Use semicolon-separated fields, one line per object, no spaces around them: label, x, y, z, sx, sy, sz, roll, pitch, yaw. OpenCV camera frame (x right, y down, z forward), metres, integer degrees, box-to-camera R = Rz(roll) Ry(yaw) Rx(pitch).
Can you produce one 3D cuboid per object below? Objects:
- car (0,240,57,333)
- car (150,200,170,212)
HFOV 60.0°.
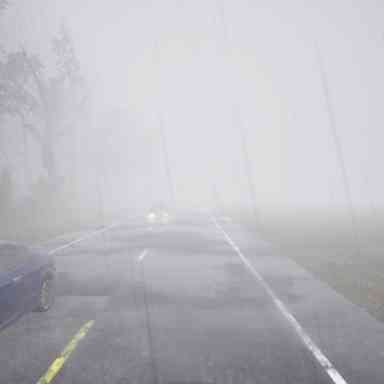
car;-3.600;1.522;4.939;1.812;1.442;4.674;0;0;0
car;-3.594;1.565;37.546;1.895;1.301;4.718;0;0;0
